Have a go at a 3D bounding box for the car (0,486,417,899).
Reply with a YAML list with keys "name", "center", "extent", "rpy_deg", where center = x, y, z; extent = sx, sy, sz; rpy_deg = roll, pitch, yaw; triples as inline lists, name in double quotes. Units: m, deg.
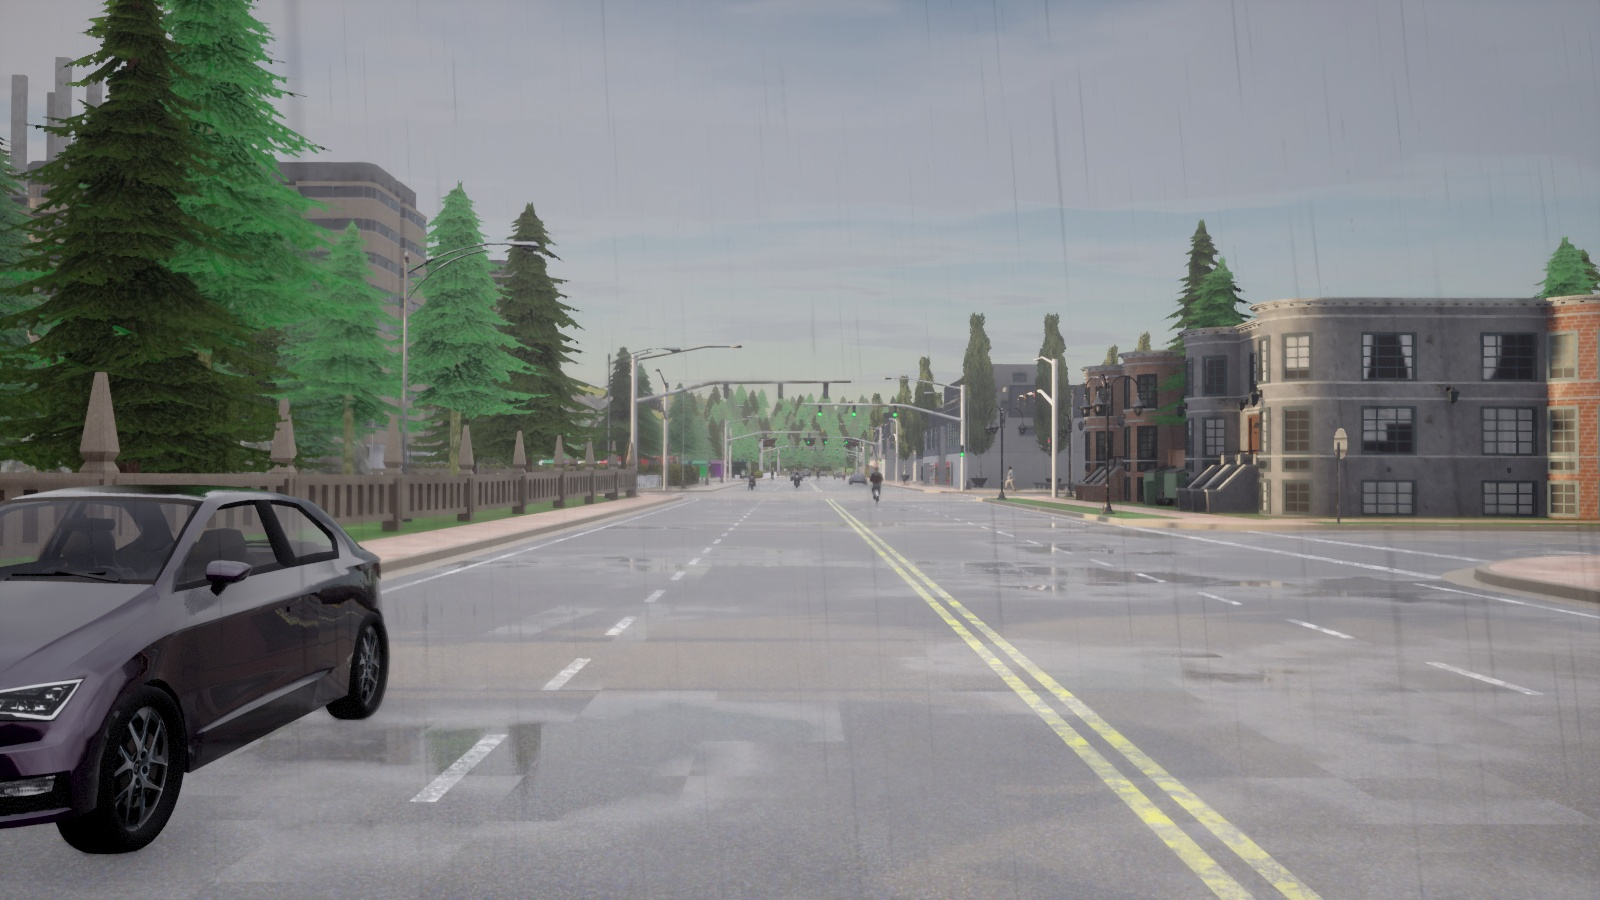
- name: "car"
  center: [-3.515, 0.951, 6.460]
  extent: [1.816, 1.474, 4.193]
  rpy_deg: [0, -1, 0]
